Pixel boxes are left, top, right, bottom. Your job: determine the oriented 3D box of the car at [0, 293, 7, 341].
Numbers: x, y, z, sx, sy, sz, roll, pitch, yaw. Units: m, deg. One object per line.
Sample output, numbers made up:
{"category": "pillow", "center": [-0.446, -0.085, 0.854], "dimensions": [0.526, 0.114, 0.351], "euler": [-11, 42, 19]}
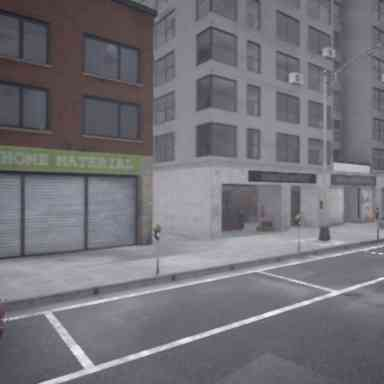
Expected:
{"category": "car", "center": [-4.420, 1.582, 3.611], "dimensions": [4.206, 1.307, 1.802], "euler": [0, 0, -36]}
